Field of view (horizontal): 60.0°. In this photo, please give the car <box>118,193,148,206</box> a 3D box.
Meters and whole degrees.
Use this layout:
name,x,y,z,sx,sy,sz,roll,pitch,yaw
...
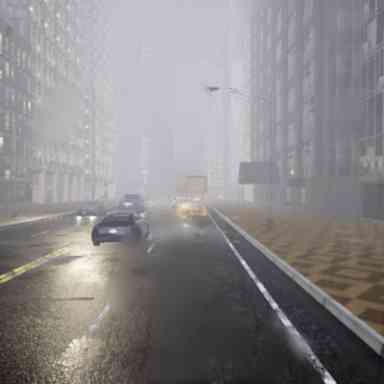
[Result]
name,x,y,z,sx,sy,sz,roll,pitch,yaw
car,-6.566,1.172,36.601,2.150,2.045,5.566,0,0,0

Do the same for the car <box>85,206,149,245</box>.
name,x,y,z,sx,sy,sz,roll,pitch,yaw
car,-3.151,1.541,15.304,1.994,1.385,4.181,0,0,0

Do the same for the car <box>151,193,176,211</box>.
name,x,y,z,sx,sy,sz,roll,pitch,yaw
car,-3.151,1.165,39.121,2.150,2.045,5.566,0,0,0

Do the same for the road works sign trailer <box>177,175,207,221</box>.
name,x,y,z,sx,sy,sz,roll,pitch,yaw
road works sign trailer,0.005,0.425,27.067,2.380,3.560,2.880,0,0,1

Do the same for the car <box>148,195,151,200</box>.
name,x,y,z,sx,sy,sz,roll,pitch,yaw
car,-9.750,1.360,74.307,1.994,1.385,4.181,0,0,0

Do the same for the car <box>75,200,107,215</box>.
name,x,y,z,sx,sy,sz,roll,pitch,yaw
car,-9.835,1.500,33.020,2.033,1.411,5.357,0,0,0

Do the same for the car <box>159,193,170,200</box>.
name,x,y,z,sx,sy,sz,roll,pitch,yaw
car,-6.499,1.107,77.910,2.128,1.511,4.902,0,0,0
